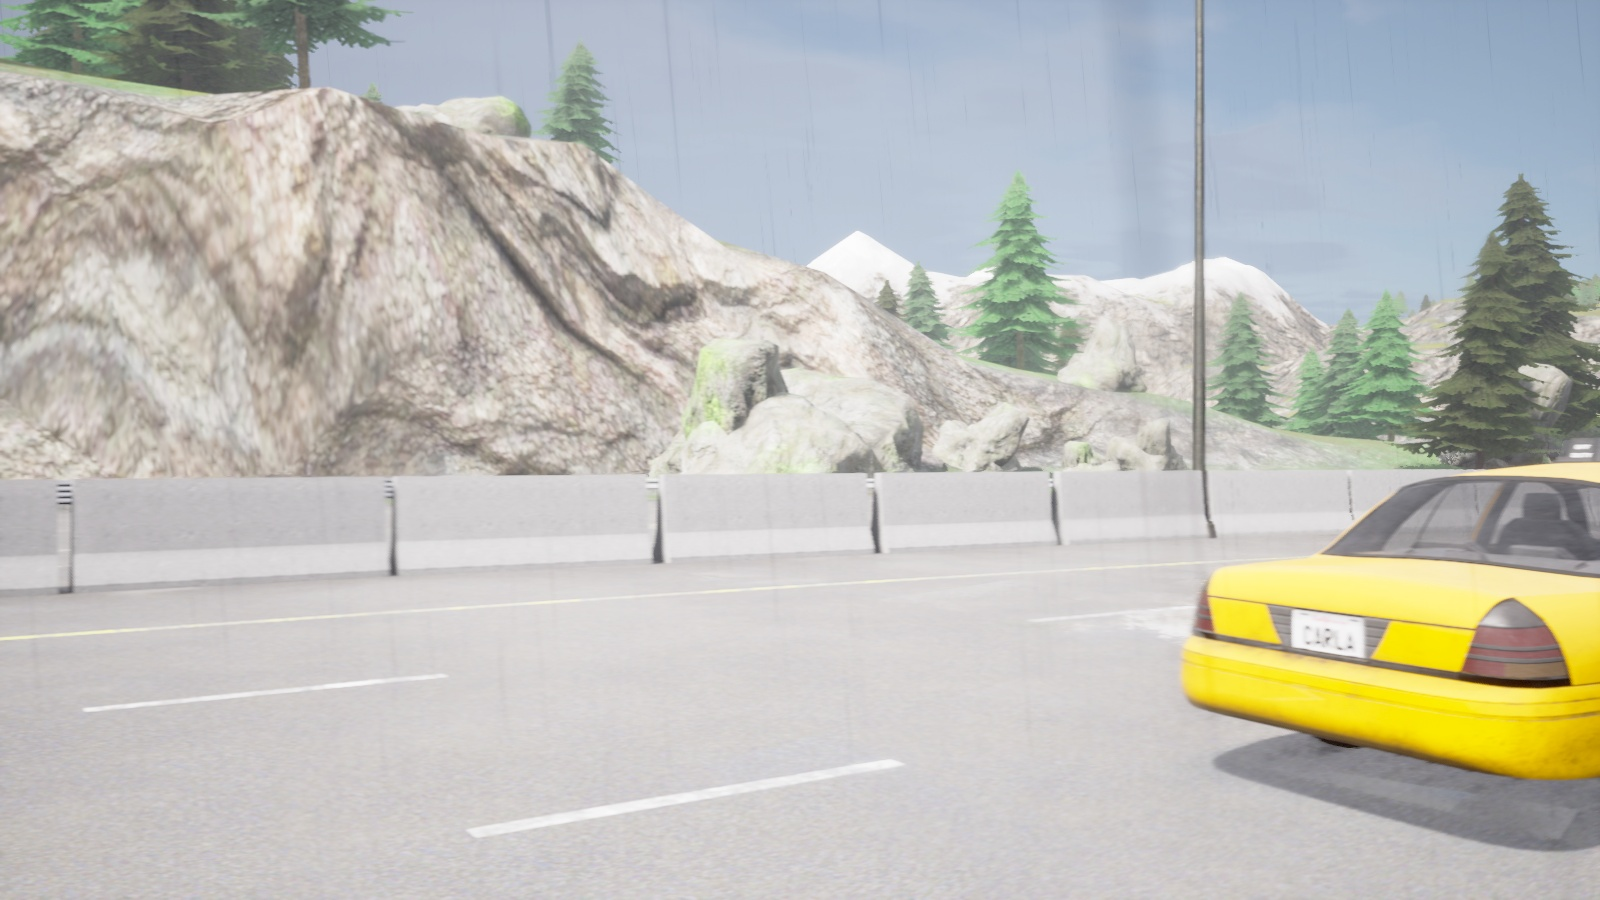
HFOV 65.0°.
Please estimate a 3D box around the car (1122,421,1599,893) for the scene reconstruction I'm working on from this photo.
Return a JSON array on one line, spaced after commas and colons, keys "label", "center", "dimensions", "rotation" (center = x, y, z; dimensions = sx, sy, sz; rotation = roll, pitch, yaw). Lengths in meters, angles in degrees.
[{"label": "car", "center": [4.232, 0.689, 6.352], "dimensions": [5.366, 1.575, 1.801], "rotation": [0, 0, -31]}]
